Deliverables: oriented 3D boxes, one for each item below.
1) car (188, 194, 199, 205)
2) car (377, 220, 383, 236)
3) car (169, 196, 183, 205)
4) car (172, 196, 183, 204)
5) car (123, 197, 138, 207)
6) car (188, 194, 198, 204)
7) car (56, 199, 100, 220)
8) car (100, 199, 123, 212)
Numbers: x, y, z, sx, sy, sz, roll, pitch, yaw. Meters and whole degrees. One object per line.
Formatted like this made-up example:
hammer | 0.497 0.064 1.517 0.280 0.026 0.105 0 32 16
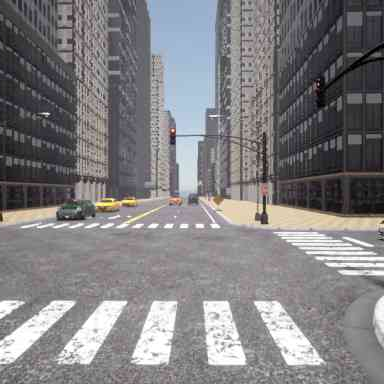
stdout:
car | 0.255 1.606 60.232 1.837 1.490 4.892 0 0 0
car | 11.195 1.507 15.187 4.902 1.511 2.128 0 0 2
car | -2.994 1.452 60.019 2.097 1.767 4.553 0 0 0
car | -2.998 1.634 70.208 2.128 1.511 4.902 0 0 0
car | -9.700 1.553 52.115 1.882 1.535 5.008 0 0 1
car | 0.254 1.361 70.439 2.150 2.045 5.566 0 0 0
car | -9.777 1.374 28.310 2.097 1.767 4.553 0 0 0
car | -9.751 1.519 38.689 1.882 1.535 5.008 0 0 0
